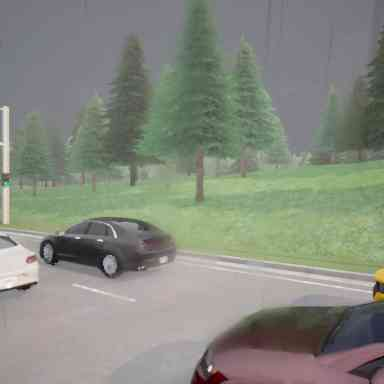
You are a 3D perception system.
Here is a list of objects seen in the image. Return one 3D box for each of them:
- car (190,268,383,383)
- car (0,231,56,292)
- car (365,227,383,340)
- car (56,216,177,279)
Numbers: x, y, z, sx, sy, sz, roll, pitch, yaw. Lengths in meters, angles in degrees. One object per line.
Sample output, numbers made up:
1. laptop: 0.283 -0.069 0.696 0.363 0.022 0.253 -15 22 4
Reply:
1. car: 2.025 1.564 2.547 4.181 1.385 1.994 0 0 35
2. car: -5.376 1.530 7.734 4.674 1.442 1.812 0 0 36
3. car: 5.292 1.477 4.514 5.008 1.535 1.882 0 0 36
4. car: -2.698 1.510 10.110 4.892 1.490 1.837 0 0 36
